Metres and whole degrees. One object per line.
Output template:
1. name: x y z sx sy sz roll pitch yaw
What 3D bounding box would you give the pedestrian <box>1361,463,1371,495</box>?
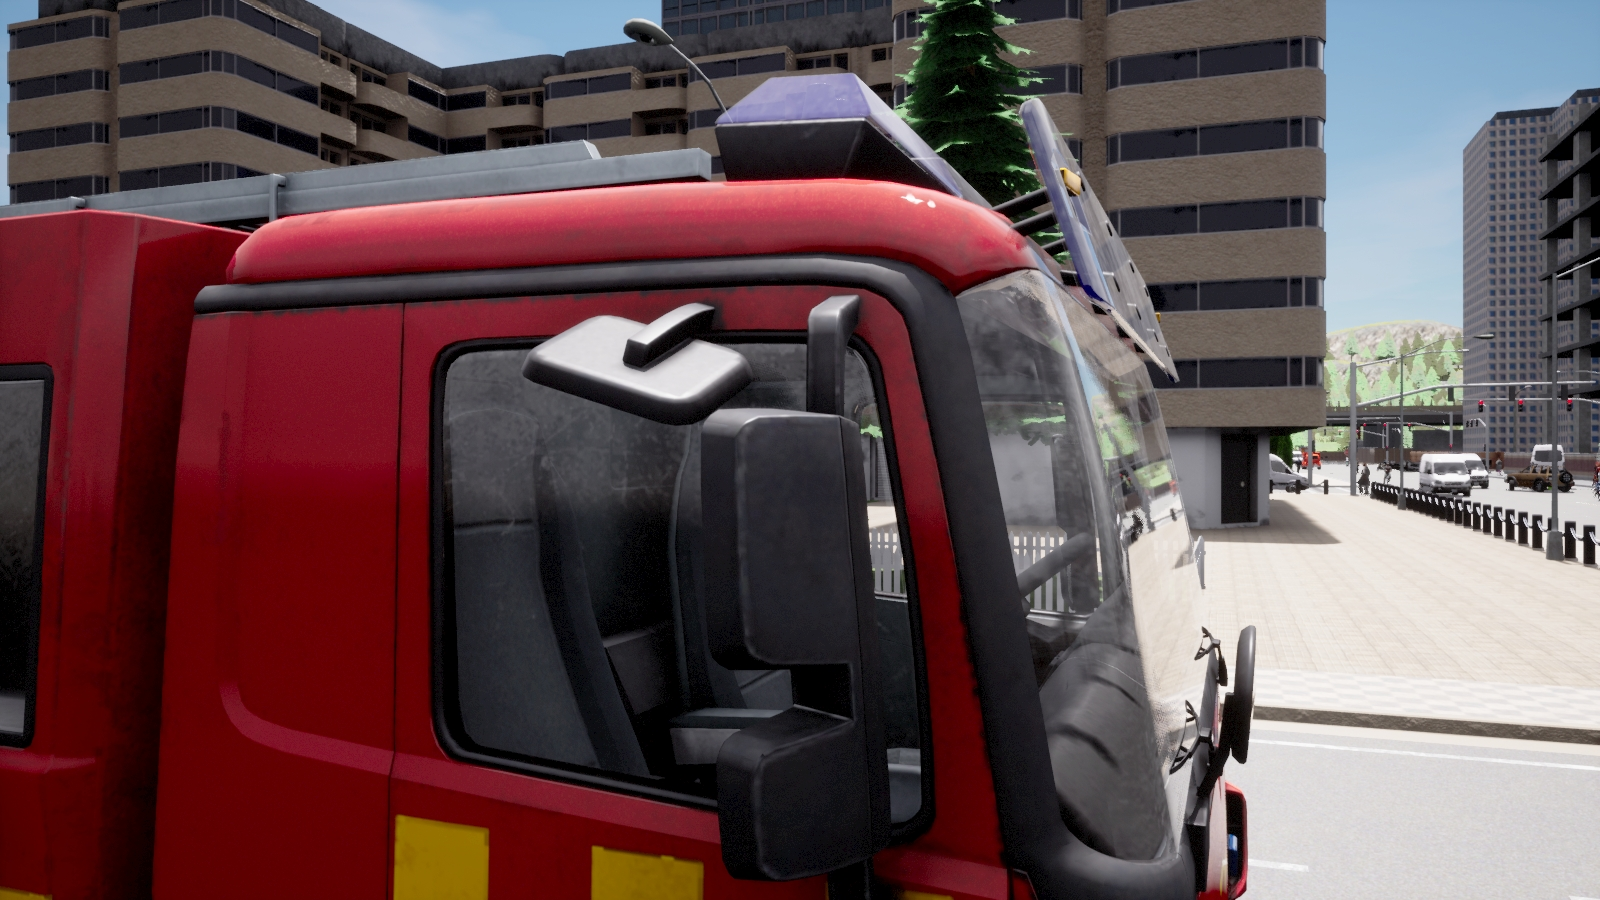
1. pedestrian: 33.030 1.667 66.682 0.375 1.860 0.375 0 0 -32

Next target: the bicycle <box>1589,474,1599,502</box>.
1. bicycle: 43.414 2.046 61.975 0.373 1.496 1.643 -1 0 12

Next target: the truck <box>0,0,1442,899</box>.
1. truck: -2.457 0.890 4.604 8.468 3.827 2.891 0 0 21

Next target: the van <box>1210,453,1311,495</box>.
1. van: 29.185 1.479 72.644 5.915 2.561 1.988 0 0 19

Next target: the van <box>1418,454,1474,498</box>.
1. van: 38.832 1.508 68.848 1.988 2.561 5.915 0 0 20

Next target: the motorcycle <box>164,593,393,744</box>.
1. motorcycle: -5.393 2.205 11.817 2.209 1.251 0.867 0 0 22
